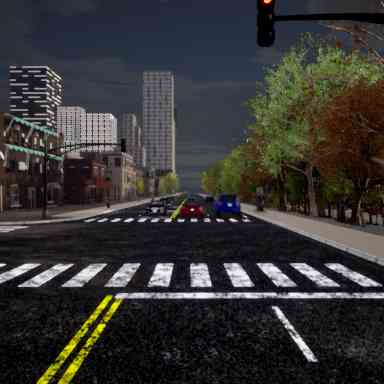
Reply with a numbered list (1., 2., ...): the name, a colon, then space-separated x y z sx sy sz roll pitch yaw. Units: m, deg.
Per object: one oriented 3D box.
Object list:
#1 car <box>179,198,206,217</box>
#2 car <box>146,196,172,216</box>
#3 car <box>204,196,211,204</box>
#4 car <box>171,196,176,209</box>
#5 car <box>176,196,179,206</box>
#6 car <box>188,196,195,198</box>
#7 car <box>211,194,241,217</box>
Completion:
1. car: 0.025 1.554 31.529 1.994 1.385 4.181 0 0 0
2. car: -3.422 1.481 32.991 2.128 1.511 4.902 0 0 0
3. car: 3.211 1.455 58.973 1.882 1.535 5.008 0 0 0
4. car: -3.440 1.490 43.041 1.837 1.490 4.892 0 0 0
5. car: -3.456 1.484 53.179 1.837 1.490 4.892 0 0 0
6. car: -0.154 1.523 63.780 2.033 1.411 5.357 0 0 0
7. car: 3.276 1.211 31.445 2.150 2.045 5.566 0 0 0
